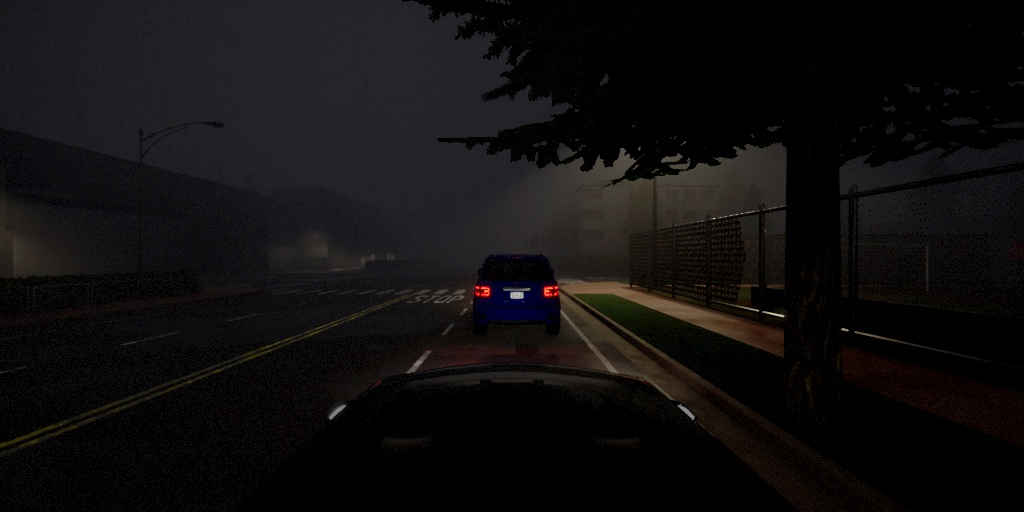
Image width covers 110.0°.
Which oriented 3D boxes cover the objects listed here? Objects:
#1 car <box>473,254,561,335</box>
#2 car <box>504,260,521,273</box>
[{"bbox_3d":[0.116,0.972,10.689,2.150,2.045,5.566,0,0,0],"label":"car"},{"bbox_3d":[0.029,1.241,45.564,2.128,1.511,4.902,0,0,0],"label":"car"}]
